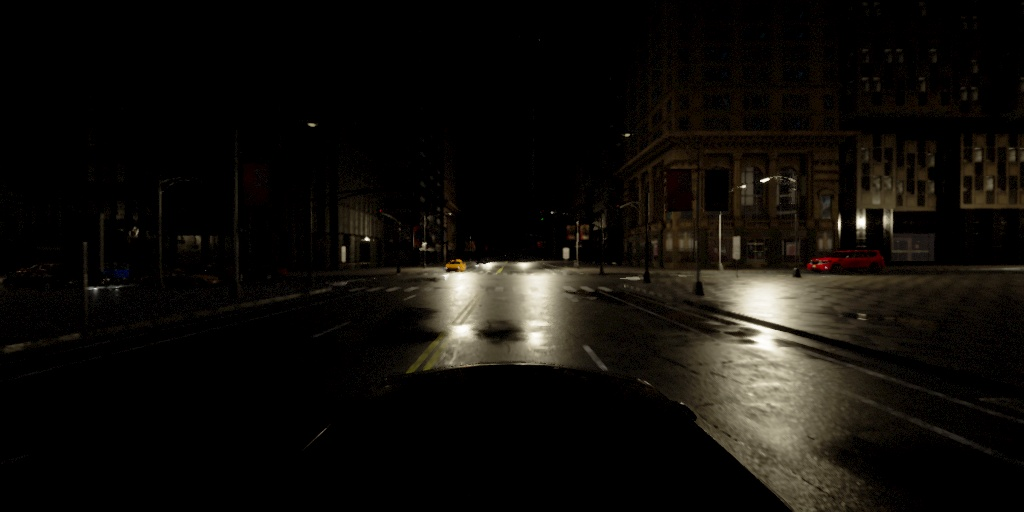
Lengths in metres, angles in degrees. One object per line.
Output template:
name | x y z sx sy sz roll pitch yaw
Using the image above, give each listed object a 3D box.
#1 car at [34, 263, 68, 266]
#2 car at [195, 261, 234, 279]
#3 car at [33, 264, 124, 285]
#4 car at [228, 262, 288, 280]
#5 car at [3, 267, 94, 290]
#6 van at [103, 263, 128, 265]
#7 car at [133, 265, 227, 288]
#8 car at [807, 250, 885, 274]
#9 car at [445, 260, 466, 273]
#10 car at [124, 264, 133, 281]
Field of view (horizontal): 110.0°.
car | -44.315 1.590 34.465 5.009 1.841 2.192 0 0 0
car | -29.054 1.384 34.411 5.009 1.841 2.192 0 0 0
car | -34.556 1.679 28.558 4.892 1.490 1.837 -1 0 0
car | -23.967 1.545 34.392 4.507 1.381 1.888 0 0 0
car | -33.770 1.728 25.888 4.403 1.370 2.007 0 0 0
van | -39.228 1.547 34.446 3.998 1.789 1.690 0 0 0
car | -23.828 1.570 25.864 4.829 1.417 1.751 0 0 0
car | 29.416 0.514 31.628 5.566 2.045 2.150 -1 0 0
car | -6.493 1.221 41.651 1.882 1.535 5.008 0 1 0
car | -34.141 1.720 34.428 4.207 1.307 1.802 0 0 0
